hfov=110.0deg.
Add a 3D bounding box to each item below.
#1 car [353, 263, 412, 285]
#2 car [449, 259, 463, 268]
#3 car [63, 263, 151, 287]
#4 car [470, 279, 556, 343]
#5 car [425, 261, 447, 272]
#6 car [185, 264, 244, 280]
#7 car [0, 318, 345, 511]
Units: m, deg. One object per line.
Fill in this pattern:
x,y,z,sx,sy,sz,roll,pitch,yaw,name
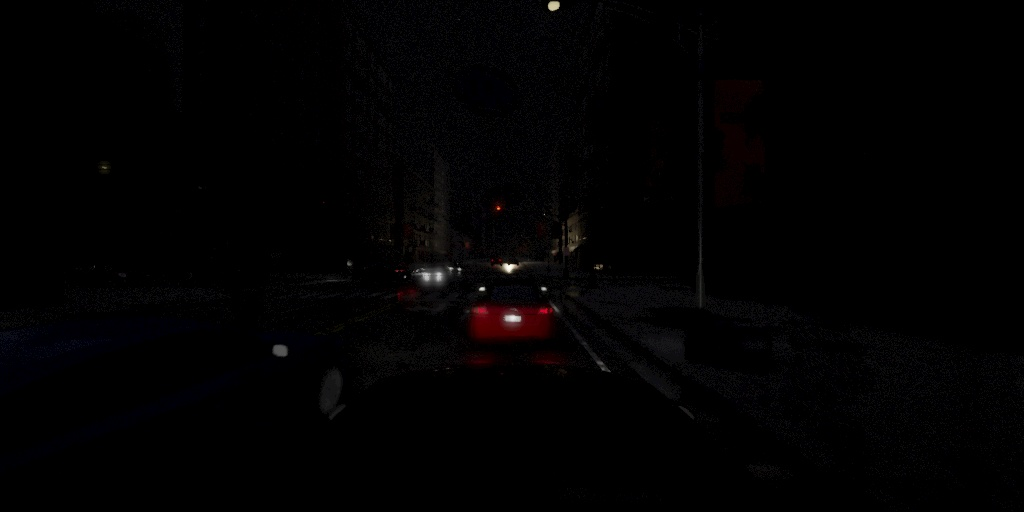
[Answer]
-9.522,1.240,26.127,4.902,1.511,2.128,0,-1,31,car
-9.608,1.241,62.093,1.837,1.490,4.892,0,0,1,car
-25.346,1.169,22.531,4.097,1.591,1.967,0,0,0,car
0.031,1.313,9.674,1.994,1.385,4.181,0,0,0,car
-9.695,1.342,45.751,1.895,1.301,4.718,0,0,0,car
-25.276,1.325,30.556,4.313,1.339,1.948,0,0,0,car
-3.147,1.227,2.777,1.882,1.535,5.008,0,0,0,car
